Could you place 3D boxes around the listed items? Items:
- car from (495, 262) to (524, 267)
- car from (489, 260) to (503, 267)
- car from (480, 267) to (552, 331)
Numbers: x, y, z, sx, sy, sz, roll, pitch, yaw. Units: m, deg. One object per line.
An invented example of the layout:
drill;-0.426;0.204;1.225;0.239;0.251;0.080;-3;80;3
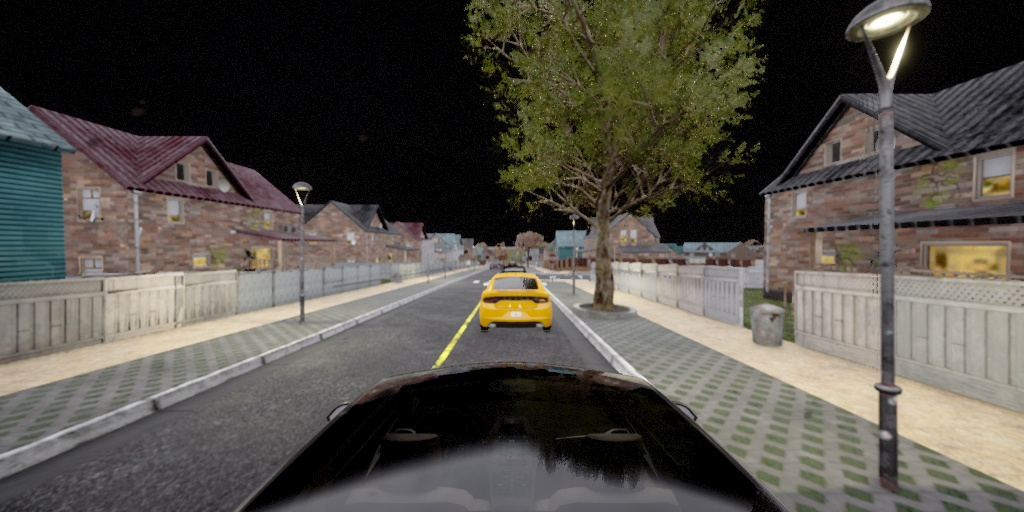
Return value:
car;0.110;1.332;21.846;1.837;1.490;4.892;0;0;0
car;-2.761;1.691;60.356;1.994;1.385;4.181;0;-1;0
car;0.103;1.255;11.112;1.882;1.535;5.008;0;0;0
